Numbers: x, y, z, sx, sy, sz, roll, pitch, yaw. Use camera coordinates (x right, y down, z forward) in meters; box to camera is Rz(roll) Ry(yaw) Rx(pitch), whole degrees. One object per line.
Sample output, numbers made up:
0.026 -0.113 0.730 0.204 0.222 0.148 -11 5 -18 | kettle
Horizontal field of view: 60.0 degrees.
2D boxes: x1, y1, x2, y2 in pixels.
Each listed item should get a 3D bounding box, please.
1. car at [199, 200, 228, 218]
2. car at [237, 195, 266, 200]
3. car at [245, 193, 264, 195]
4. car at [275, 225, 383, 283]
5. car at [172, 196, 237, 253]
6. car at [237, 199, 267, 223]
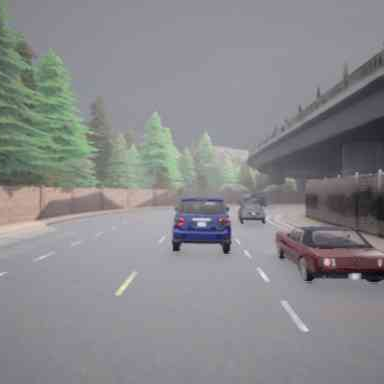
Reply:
2.131 1.509 31.258 1.812 1.442 4.674 0 0 15 | car
9.175 1.591 48.826 4.181 1.385 1.994 0 0 -40 | car
9.502 1.249 53.621 5.566 2.045 2.150 1 0 -36 | car
3.772 1.624 9.755 1.895 1.301 4.718 1 0 2 | car
0.406 1.205 13.880 2.150 2.045 5.566 1 -1 2 | car
4.497 1.559 25.407 2.033 1.411 5.357 1 0 6 | car
